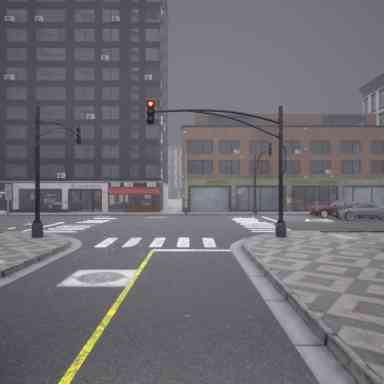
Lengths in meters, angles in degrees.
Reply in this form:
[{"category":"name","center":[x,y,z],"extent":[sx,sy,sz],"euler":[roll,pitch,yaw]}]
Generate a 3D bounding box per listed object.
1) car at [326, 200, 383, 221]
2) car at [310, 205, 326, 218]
[{"category":"car","center":[13.415,1.550,26.608],"extent":[4.181,1.385,1.994],"euler":[0,0,0]},{"category":"car","center":[13.161,1.490,29.862],"extent":[5.008,1.535,1.882],"euler":[0,0,1]}]
